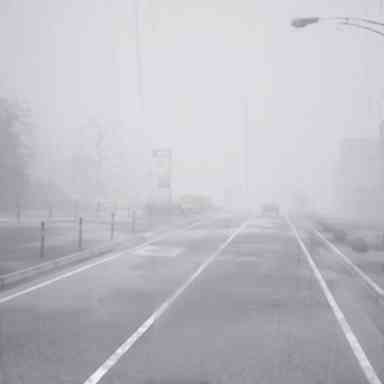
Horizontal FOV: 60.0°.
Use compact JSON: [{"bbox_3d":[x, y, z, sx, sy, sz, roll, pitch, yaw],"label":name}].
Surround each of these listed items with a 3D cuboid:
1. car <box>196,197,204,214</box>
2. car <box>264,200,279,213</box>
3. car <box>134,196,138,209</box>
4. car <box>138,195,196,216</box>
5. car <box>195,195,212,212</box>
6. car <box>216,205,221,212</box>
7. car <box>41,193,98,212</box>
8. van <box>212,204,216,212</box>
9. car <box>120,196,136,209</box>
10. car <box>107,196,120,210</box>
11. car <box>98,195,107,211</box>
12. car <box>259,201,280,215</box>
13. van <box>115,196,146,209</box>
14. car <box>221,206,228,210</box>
[{"bbox_3d":[-1.642,1.560,34.563,5.008,1.535,2.097,1,-1,13],"label":"car"},{"bbox_3d":[11.852,2.147,49.597,2.097,1.767,4.553,1,-1,14],"label":"car"},{"bbox_3d":[-10.703,1.793,50.060,5.366,1.575,1.946,1,-2,14],"label":"car"},{"bbox_3d":[-2.369,1.354,31.621,4.553,1.767,2.185,1,-1,13],"label":"car"},{"bbox_3d":[-0.983,1.386,37.412,5.566,2.045,2.435,1,-2,14],"label":"car"},{"bbox_3d":[1.185,1.820,46.374,4.553,1.767,2.185,1,-2,14],"label":"car"},{"bbox_3d":[-13.737,1.109,36.569,5.566,2.045,2.435,1,-1,13],"label":"car"},{"bbox_3d":[0.387,1.611,43.448,4.442,1.987,1.878,1,-2,14],"label":"van"},{"bbox_3d":[-11.332,1.695,47.477,5.366,1.575,1.946,1,-2,14],"label":"car"},{"bbox_3d":[-12.470,1.258,41.881,5.566,2.045,2.435,1,-1,13],"label":"car"},{"bbox_3d":[-13.144,1.432,39.164,4.892,1.521,2.231,1,-1,13],"label":"car"},{"bbox_3d":[9.342,1.930,39.516,1.882,1.535,5.008,1,-2,14],"label":"car"},{"bbox_3d":[-9.745,1.685,52.710,4.442,1.987,1.878,1,-2,14],"label":"van"},{"bbox_3d":[2.081,2.060,49.151,5.366,1.575,1.946,1,-2,14],"label":"car"}]
